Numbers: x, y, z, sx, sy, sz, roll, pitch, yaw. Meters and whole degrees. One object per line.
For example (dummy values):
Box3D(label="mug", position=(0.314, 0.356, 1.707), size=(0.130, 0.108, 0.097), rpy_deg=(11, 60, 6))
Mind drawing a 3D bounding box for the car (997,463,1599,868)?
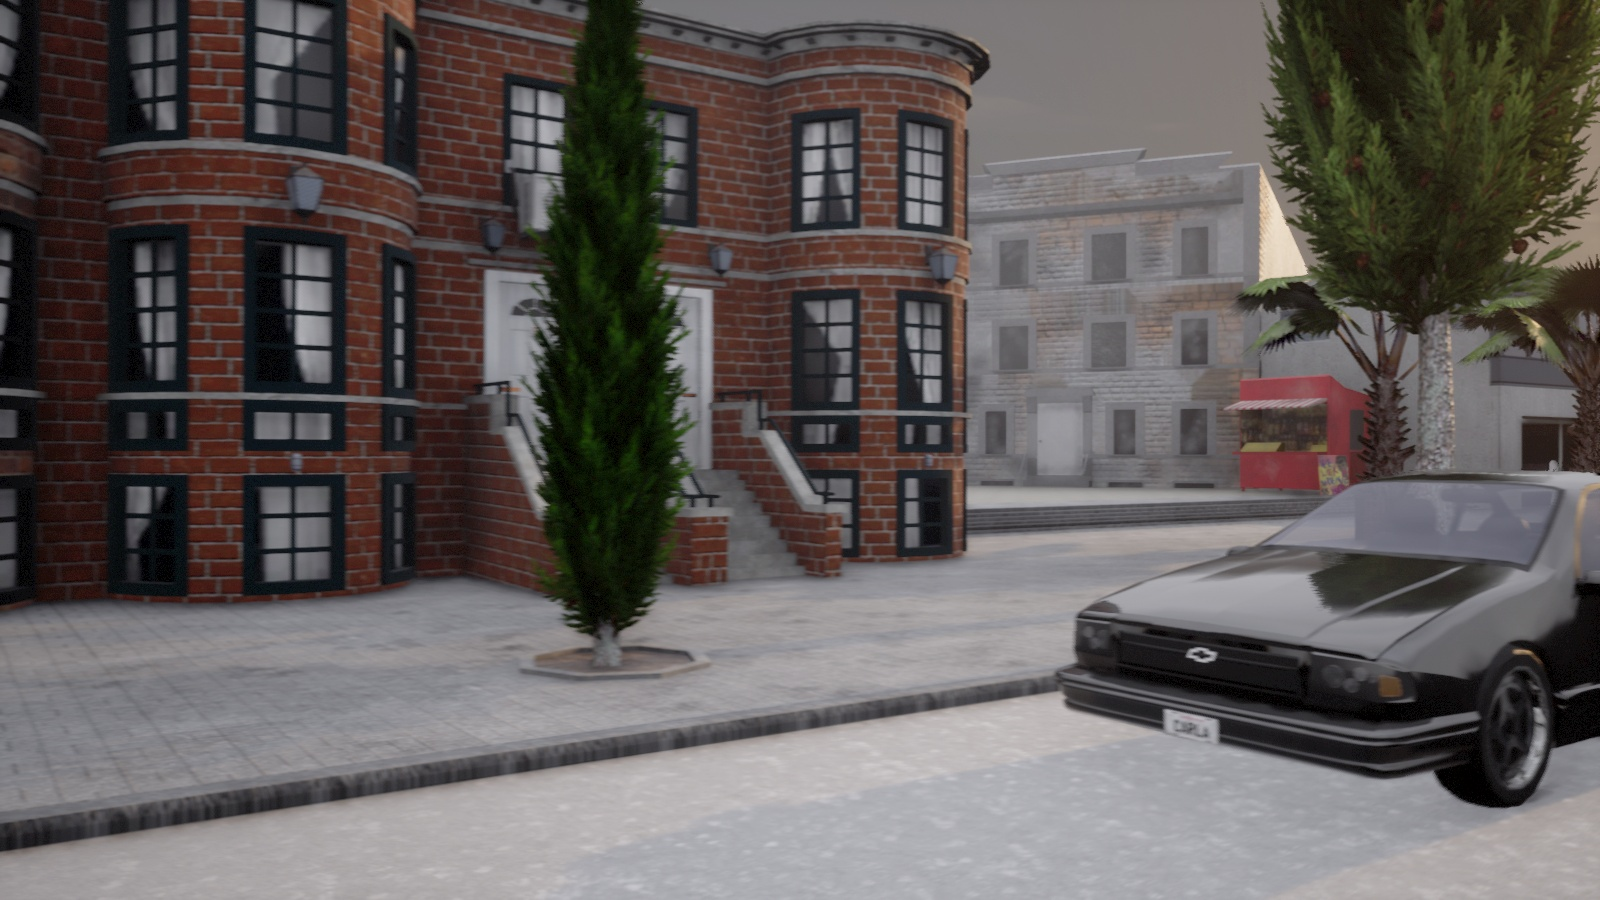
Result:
Box3D(label="car", position=(3.754, 0.801, 6.881), size=(5.357, 1.411, 2.033), rpy_deg=(0, 0, -35))
